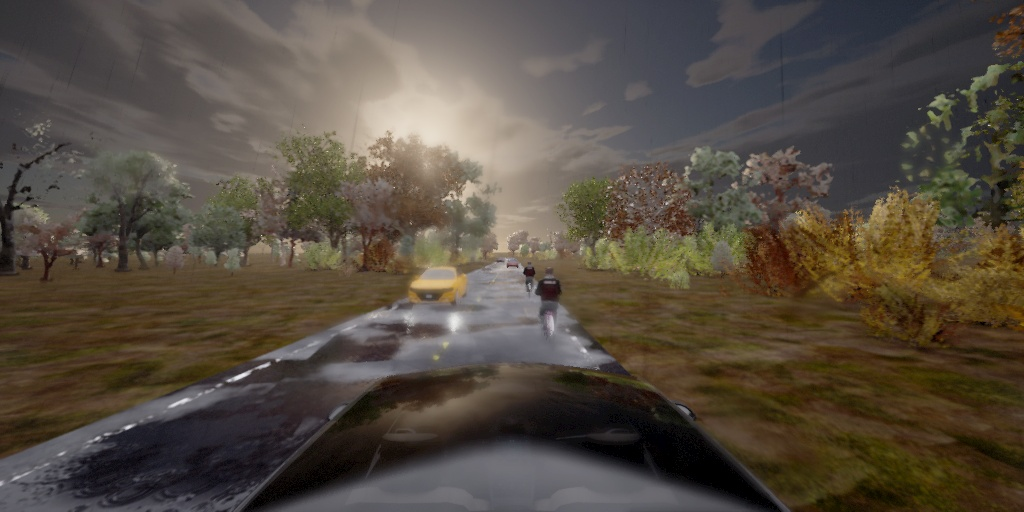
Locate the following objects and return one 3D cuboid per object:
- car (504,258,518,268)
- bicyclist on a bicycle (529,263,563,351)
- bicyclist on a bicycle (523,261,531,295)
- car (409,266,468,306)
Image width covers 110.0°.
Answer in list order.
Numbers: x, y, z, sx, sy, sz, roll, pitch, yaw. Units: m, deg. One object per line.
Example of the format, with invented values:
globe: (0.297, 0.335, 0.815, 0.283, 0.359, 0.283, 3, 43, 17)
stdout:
car: (0.107, 1.281, 61.762, 1.994, 1.385, 4.181, 0, 0, 0)
bicyclist on a bicycle: (0.827, 1.121, 8.106, 0.659, 1.776, 1.843, 0, 0, 0)
bicyclist on a bicycle: (0.828, 1.119, 17.106, 0.659, 1.776, 1.843, 0, 0, 0)
car: (-3.099, 1.226, 15.898, 1.882, 1.535, 5.008, 0, 0, 0)
